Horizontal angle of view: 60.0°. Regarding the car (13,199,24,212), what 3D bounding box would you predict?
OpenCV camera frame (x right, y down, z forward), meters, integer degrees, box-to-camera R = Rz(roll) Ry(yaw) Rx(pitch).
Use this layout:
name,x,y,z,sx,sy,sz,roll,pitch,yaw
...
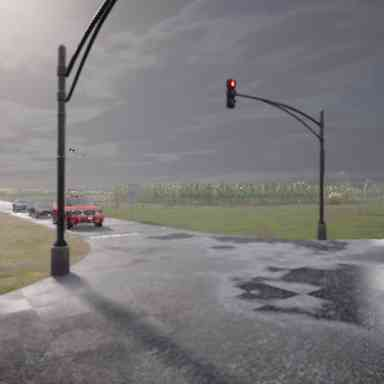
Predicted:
name,x,y,z,sx,sy,sz,roll,pitch,yaw
car,-19.919,1.574,39.304,1.837,1.490,4.892,0,0,-36

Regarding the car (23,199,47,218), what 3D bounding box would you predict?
name,x,y,z,sx,sy,sz,roll,pitch,yaw
car,-13.862,1.602,30.906,2.033,1.411,5.357,0,0,-36

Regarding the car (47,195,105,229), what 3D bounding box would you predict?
name,x,y,z,sx,sy,sz,roll,pitch,yaw
car,-7.848,1.258,22.588,2.150,2.045,5.566,0,0,-36
